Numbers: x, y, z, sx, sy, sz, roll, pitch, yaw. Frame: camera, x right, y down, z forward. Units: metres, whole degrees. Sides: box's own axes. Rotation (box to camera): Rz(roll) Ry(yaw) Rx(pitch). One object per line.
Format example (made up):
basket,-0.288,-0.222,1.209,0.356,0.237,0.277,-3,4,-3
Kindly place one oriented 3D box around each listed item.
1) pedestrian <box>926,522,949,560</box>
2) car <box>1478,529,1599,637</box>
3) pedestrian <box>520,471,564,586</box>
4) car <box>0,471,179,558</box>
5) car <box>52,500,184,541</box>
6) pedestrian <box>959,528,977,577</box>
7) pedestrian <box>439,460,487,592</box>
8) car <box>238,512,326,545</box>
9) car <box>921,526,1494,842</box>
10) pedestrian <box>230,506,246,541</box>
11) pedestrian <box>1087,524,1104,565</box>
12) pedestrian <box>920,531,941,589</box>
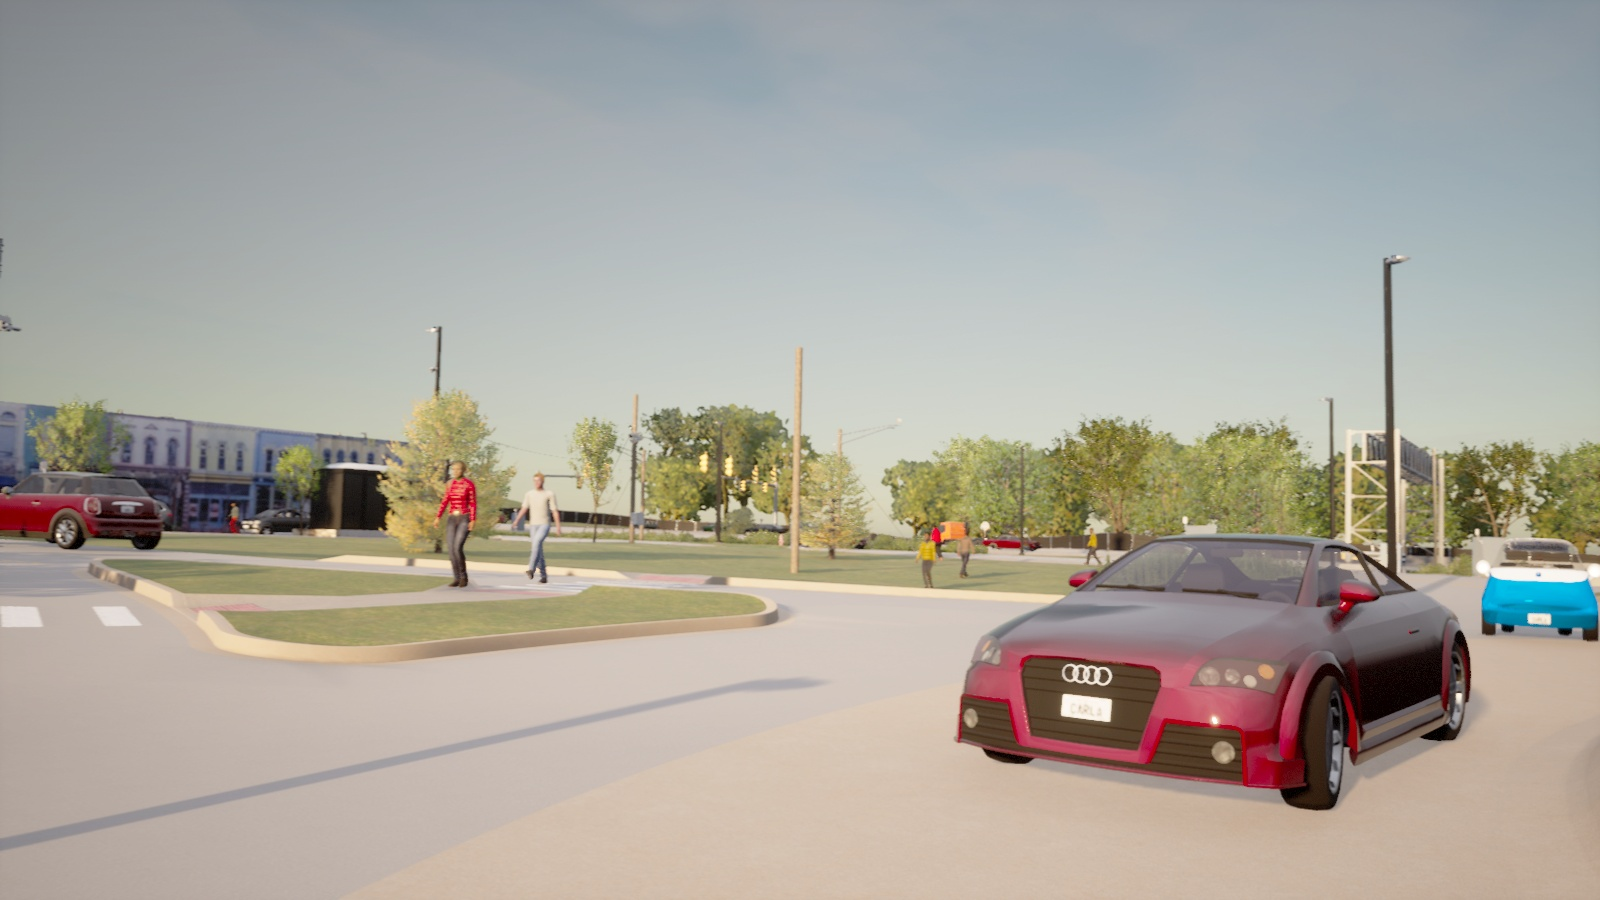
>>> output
pedestrian,6.702,4.458,61.341,0.634,1.844,0.899,5,-6,-42
car,10.383,1.850,17.624,1.481,1.376,2.207,-1,-6,29
pedestrian,-4.180,1.272,20.362,0.354,1.836,0.706,-1,-5,16
car,-16.577,1.436,28.325,4.553,1.767,2.097,1,-4,25
car,-30.468,3.178,56.209,2.242,1.667,4.611,-2,-6,32
pedestrian,6.230,3.796,46.477,0.328,1.805,0.869,-2,-5,32
pedestrian,-4.825,1.092,18.000,0.331,1.846,0.636,0,-5,15
car,-26.023,3.972,63.201,1.789,1.549,3.705,-2,-6,32
car,2.812,1.214,8.036,1.994,1.385,4.181,-2,-4,41
pedestrian,-30.191,3.959,67.433,0.353,1.847,0.614,-3,-6,41
pedestrian,13.433,4.307,57.114,0.709,1.840,0.431,0,-4,12
pedestrian,4.167,3.491,39.963,0.431,1.840,0.709,-2,-5,27
